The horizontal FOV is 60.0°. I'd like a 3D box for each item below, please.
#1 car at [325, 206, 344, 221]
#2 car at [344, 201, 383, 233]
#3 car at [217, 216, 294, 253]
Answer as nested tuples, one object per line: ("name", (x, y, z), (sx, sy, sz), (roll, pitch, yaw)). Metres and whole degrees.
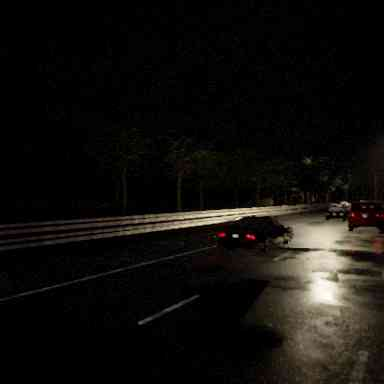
("car", (14.840, 2.164, 33.607), (2.033, 1.411, 5.357), (-1, -1, 33))
("car", (12.428, 1.653, 23.375), (2.150, 2.045, 5.566), (-1, -1, 33))
("car", (3.090, 1.832, 15.303), (2.033, 1.411, 5.357), (-1, -1, 33))
